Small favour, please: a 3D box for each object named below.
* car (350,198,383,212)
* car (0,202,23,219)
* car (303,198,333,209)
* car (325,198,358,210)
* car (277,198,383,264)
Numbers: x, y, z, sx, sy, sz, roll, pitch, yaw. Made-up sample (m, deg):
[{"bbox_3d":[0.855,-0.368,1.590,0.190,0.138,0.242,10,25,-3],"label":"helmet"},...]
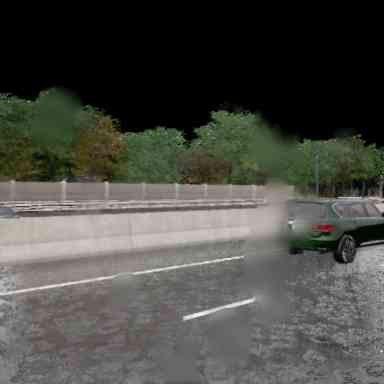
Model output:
[{"bbox_3d":[21.673,1.546,40.879,4.892,1.490,1.837,0,0,-35],"label":"car"},{"bbox_3d":[-9.682,1.357,14.276,4.553,1.767,2.097,0,0,-35],"label":"car"},{"bbox_3d":[17.679,1.606,46.624,4.181,1.385,1.994,0,0,-35],"label":"car"},{"bbox_3d":[19.647,1.567,43.733,4.674,1.442,1.812,0,0,-35],"label":"car"},{"bbox_3d":[5.491,1.230,12.078,5.566,2.045,2.150,0,0,-35],"label":"car"}]
